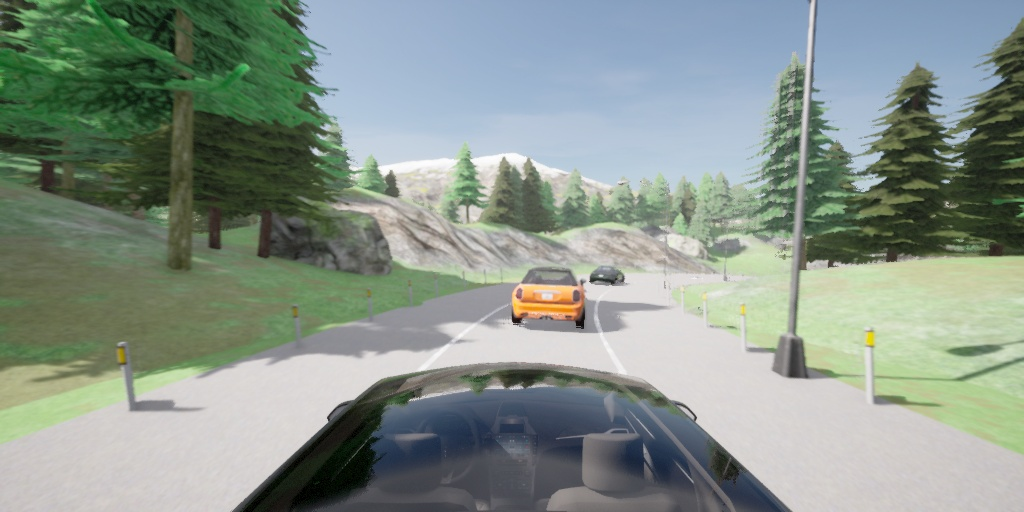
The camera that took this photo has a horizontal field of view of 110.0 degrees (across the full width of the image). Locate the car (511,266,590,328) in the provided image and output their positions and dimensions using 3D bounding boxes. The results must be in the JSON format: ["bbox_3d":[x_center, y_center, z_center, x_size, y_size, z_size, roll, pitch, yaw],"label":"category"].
[{"bbox_3d":[1.352,1.120,11.828,2.097,1.767,4.553,1,0,11],"label":"car"}]

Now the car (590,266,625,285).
[{"bbox_3d":[7.648,1.480,28.563,1.994,1.385,4.181,3,1,30],"label":"car"}]
